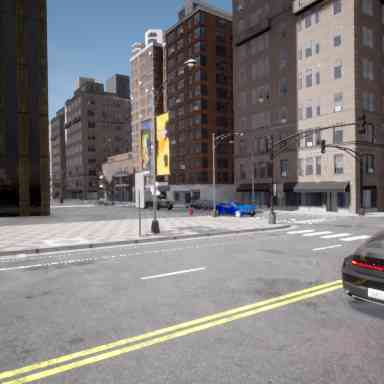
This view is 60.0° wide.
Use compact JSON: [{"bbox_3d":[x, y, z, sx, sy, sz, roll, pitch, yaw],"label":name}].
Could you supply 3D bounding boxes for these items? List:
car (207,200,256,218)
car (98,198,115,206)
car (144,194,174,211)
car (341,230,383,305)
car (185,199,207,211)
[{"bbox_3d":[3.994,1.576,31.989,1.882,1.535,5.008,-1,0,-34],"label":"car"},{"bbox_3d":[-15.542,1.748,59.922,1.812,1.442,4.674,-1,0,-35],"label":"car"},{"bbox_3d":[-4.620,1.364,44.224,2.150,2.045,5.566,-1,2,-35],"label":"car"},{"bbox_3d":[5.135,1.504,7.103,4.892,1.490,1.837,0,0,-36],"label":"car"},{"bbox_3d":[1.295,1.623,41.387,2.033,1.411,5.357,-1,0,-35],"label":"car"}]
